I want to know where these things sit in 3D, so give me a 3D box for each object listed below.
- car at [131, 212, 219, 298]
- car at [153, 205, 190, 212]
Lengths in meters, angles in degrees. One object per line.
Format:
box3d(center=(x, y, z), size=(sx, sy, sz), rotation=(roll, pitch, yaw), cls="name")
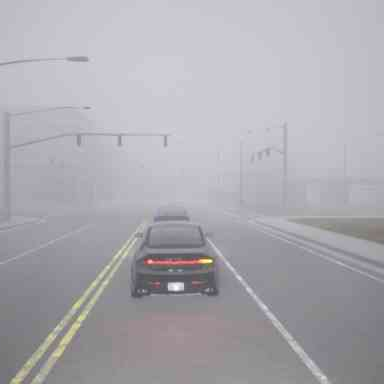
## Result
box3d(center=(-0.454, 1.498, 8.553), size=(1.837, 1.490, 4.892), rotation=(0, 0, -4), cls="car")
box3d(center=(-1.102, 1.463, 18.024), size=(1.882, 1.535, 5.008), rotation=(0, 0, -4), cls="car")
